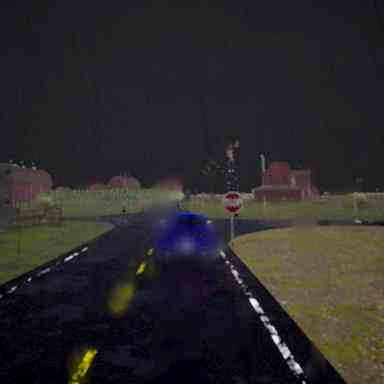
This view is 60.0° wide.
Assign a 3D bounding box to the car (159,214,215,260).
[{"bbox_3d":[-0.215,1.568,12.899,1.882,1.535,5.008,0,0,-2],"label":"car"}]
